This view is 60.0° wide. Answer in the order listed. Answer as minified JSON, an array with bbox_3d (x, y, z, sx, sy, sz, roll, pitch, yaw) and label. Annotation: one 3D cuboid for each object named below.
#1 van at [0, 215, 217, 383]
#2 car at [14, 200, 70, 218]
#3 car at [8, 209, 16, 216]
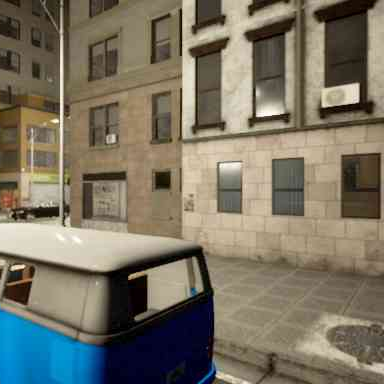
[{"bbox_3d":[-1.659,1.340,3.952,3.998,1.788,1.690,0,0,35],"label":"van"},{"bbox_3d":[-11.496,1.408,25.598,2.128,1.511,4.902,0,0,35],"label":"car"},{"bbox_3d":[-6.197,1.311,7.081,5.009,1.841,2.192,0,0,35],"label":"car"}]
